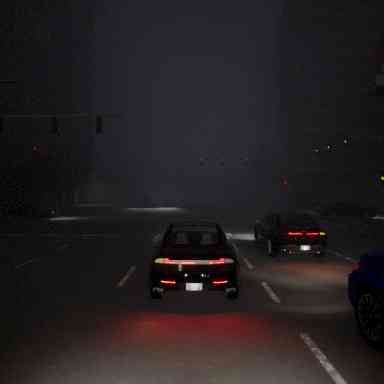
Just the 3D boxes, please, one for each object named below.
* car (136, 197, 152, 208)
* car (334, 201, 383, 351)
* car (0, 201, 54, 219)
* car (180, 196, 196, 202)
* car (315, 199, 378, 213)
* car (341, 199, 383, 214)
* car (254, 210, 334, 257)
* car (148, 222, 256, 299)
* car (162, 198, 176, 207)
[{"bbox_3d":[-7.010,1.505,48.730,1.837,1.490,4.892,0,0,0],"label":"car"},{"bbox_3d":[3.606,1.221,3.049,2.150,2.045,5.566,0,0,0],"label":"car"},{"bbox_3d":[-14.306,1.505,28.333,4.892,1.490,1.837,0,0,0],"label":"car"},{"bbox_3d":[-1.018,1.566,73.312,1.895,1.301,4.718,0,0,-27],"label":"car"},{"bbox_3d":[13.130,1.505,28.449,4.892,1.490,1.837,0,0,0],"label":"car"},{"bbox_3d":[18.678,1.526,35.673,4.674,1.442,1.812,0,0,0],"label":"car"},{"bbox_3d":[3.616,1.505,12.880,1.837,1.490,4.892,0,0,1],"label":"car"},{"bbox_3d":[0.066,1.492,8.413,2.128,1.511,4.902,0,0,1],"label":"car"},{"bbox_3d":[-3.494,1.601,51.363,1.895,1.301,4.718,0,0,1],"label":"car"}]
